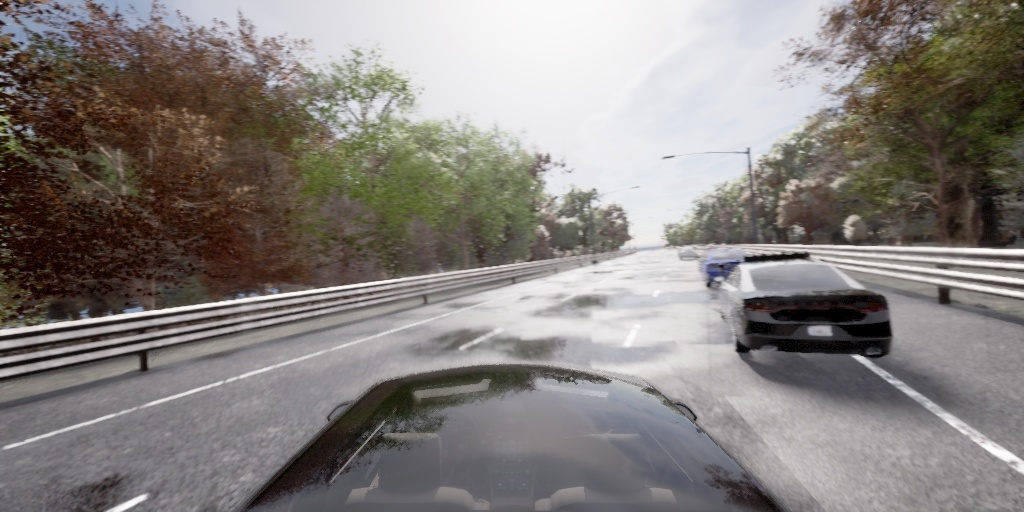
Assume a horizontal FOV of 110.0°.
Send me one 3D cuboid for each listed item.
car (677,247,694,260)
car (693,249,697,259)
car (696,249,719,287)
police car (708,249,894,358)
[{"bbox_3d":[20.833,-0.318,42.527,1.812,1.442,4.674,-5,0,25],"label":"car"},{"bbox_3d":[12.279,0.313,21.696,1.812,1.442,4.674,-5,0,25],"label":"car"},{"bbox_3d":[9.685,0.463,16.245,1.882,1.535,5.008,-5,0,26],"label":"car"},{"bbox_3d":[5.363,0.746,7.281,1.930,1.638,5.238,-5,0,26],"label":"police car"}]
